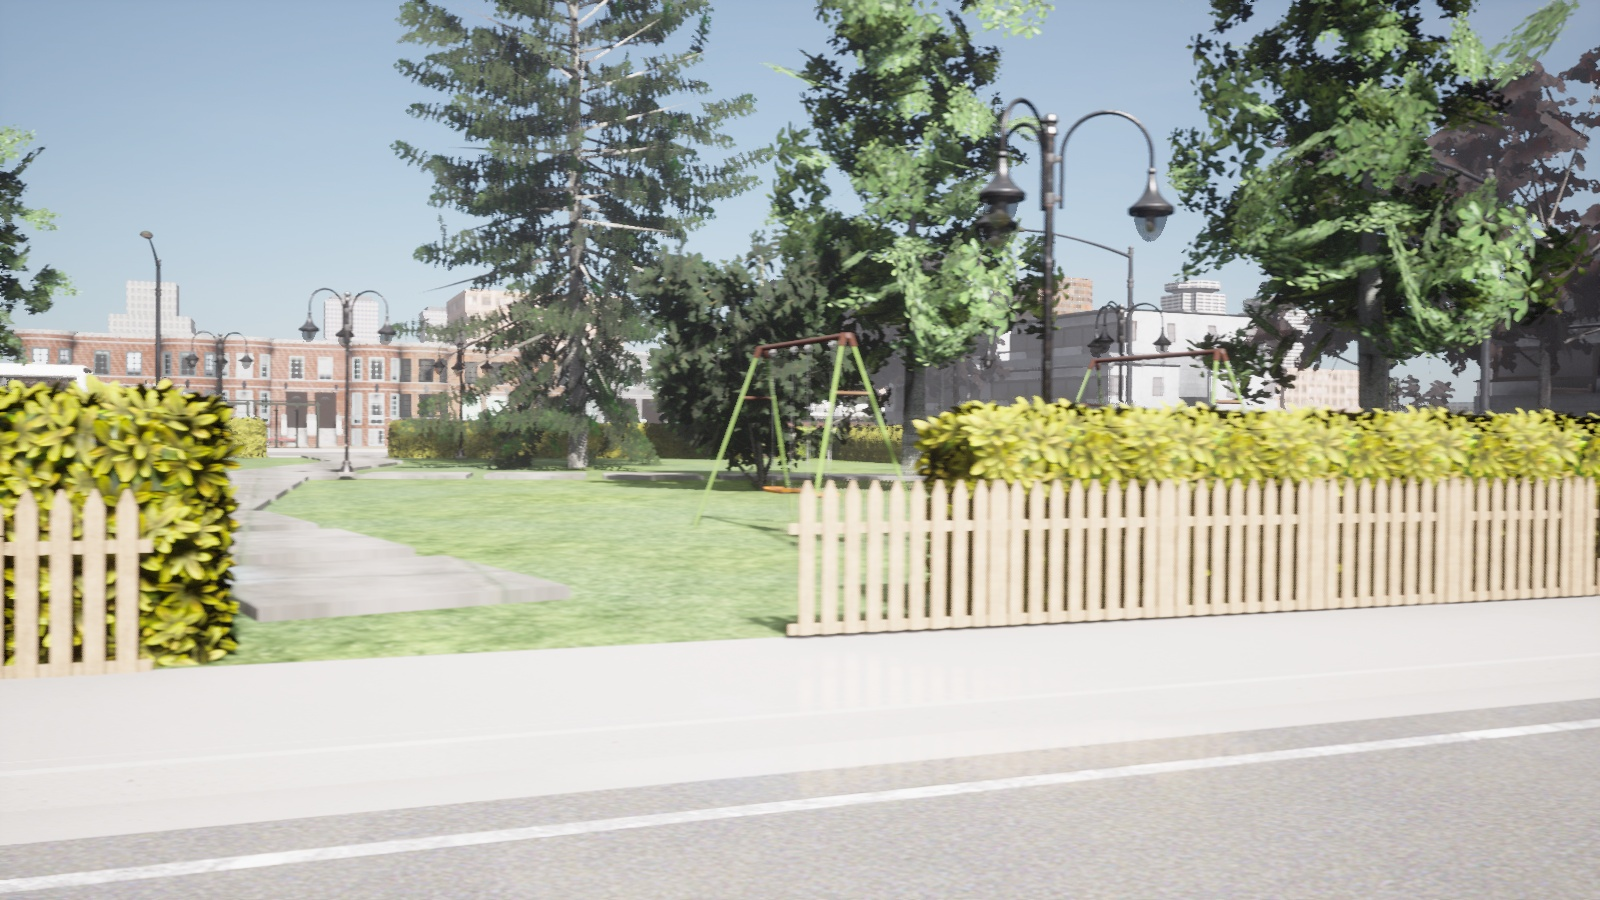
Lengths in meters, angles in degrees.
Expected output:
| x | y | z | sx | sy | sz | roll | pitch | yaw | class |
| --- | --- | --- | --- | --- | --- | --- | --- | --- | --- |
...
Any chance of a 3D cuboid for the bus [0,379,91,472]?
| x | y | z | sx | sy | sz | roll | pitch | yaw | class |
| --- | --- | --- | --- | --- | --- | --- | --- | --- | --- |
| -39.188 | -1.106 | 58.432 | 10.273 | 4.253 | 3.944 | -1 | 1 | -22 | bus |
